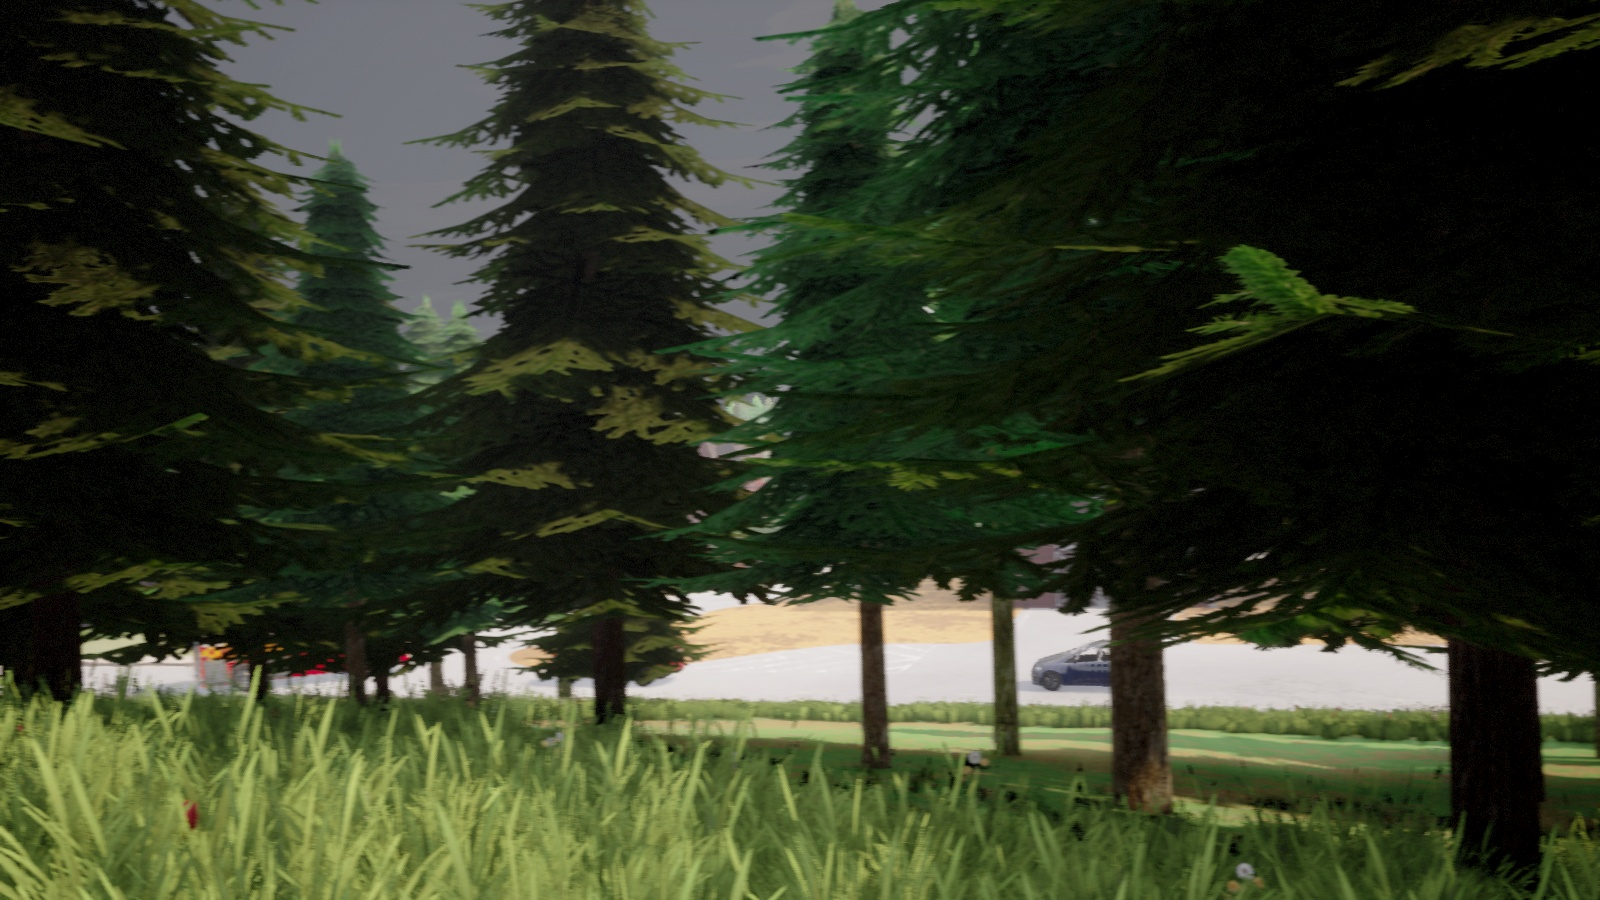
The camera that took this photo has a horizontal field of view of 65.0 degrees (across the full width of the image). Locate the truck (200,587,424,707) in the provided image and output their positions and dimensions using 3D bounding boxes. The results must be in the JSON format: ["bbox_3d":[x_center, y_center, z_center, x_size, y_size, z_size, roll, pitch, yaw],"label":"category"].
[{"bbox_3d":[-20.955,8.327,54.173,8.468,3.827,2.891,-3,0,-32],"label":"truck"}]

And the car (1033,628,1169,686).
[{"bbox_3d":[10.950,7.529,45.713,4.611,1.667,2.242,-3,-1,15],"label":"car"}]

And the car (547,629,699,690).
[{"bbox_3d":[-7.137,8.450,50.684,5.566,2.045,2.150,-3,-1,15],"label":"car"}]
